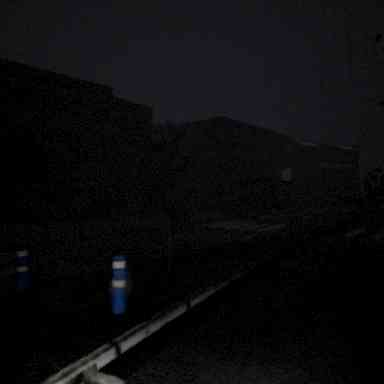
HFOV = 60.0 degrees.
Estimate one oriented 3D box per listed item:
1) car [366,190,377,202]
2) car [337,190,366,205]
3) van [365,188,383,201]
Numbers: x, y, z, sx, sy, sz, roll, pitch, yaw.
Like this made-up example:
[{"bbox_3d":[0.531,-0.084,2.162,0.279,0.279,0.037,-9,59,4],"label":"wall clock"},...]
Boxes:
[{"bbox_3d":[25.378,0.808,49.738,2.163,1.488,4.792,-1,1,44],"label":"car"},{"bbox_3d":[21.624,0.888,45.728,2.097,1.535,5.008,-1,1,43],"label":"car"},{"bbox_3d":[29.191,0.439,53.638,4.442,1.987,1.878,-1,1,-44],"label":"van"}]
